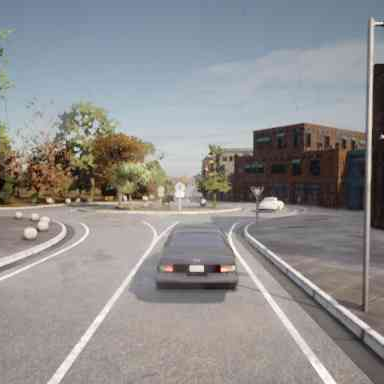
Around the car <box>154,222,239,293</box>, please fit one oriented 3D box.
[{"bbox_3d":[0.149,1.532,8.988,2.033,1.411,5.357,0,0,1],"label":"car"}]

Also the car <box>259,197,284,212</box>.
[{"bbox_3d":[8.525,1.293,35.674,1.812,1.442,4.674,1,1,25],"label":"car"}]
